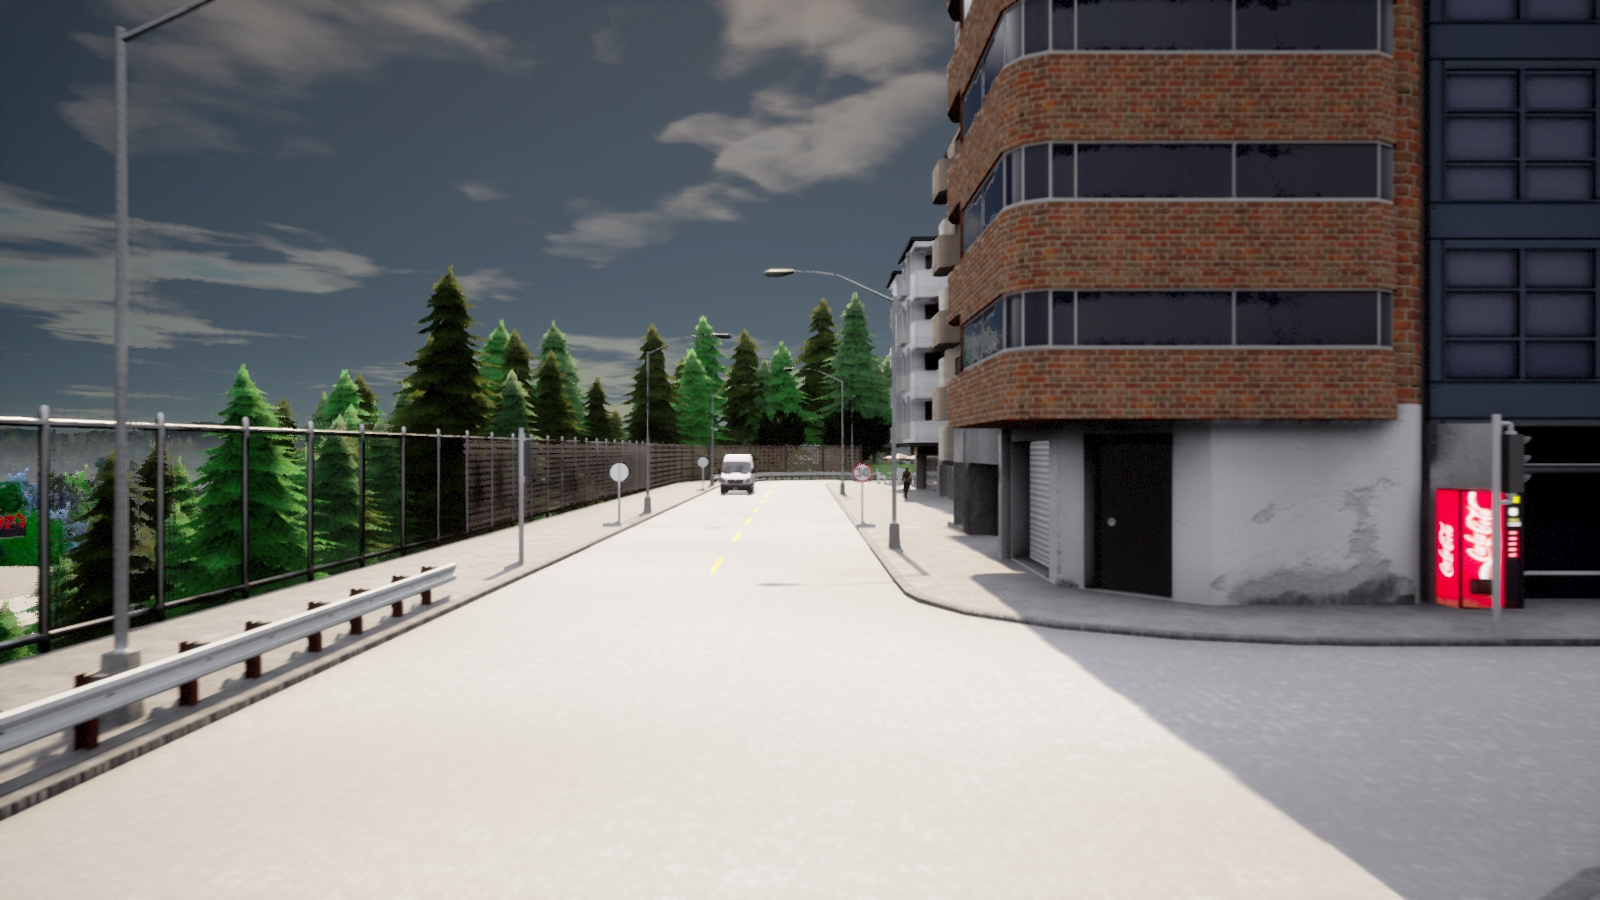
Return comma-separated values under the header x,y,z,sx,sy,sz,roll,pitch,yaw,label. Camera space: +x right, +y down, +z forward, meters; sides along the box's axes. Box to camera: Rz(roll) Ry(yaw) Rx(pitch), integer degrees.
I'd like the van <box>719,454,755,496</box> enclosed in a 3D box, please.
x,y,z,sx,sy,sz,roll,pitch,yaw,label
-4.002,1.532,73.494,1.988,2.561,5.915,0,0,0,van

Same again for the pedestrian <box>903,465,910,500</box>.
x,y,z,sx,sy,sz,roll,pitch,yaw,label
5.680,1.742,60.851,0.375,1.860,0.375,0,0,3,pedestrian
